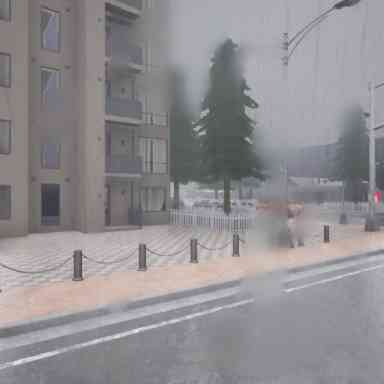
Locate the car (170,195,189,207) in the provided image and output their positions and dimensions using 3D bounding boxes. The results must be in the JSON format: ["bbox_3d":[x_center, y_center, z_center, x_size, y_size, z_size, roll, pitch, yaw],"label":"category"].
[{"bbox_3d":[-3.253,1.563,50.387,2.033,1.411,5.357,0,0,-37],"label":"car"}]

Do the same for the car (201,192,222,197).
[{"bbox_3d":[5.388,1.113,92.669,1.932,1.855,4.605,0,0,-37],"label":"car"}]

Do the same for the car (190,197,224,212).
[{"bbox_3d":[1.828,1.579,37.589,1.994,1.385,4.181,0,0,-37],"label":"car"}]

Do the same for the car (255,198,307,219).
[{"bbox_3d":[7.872,1.367,29.600,2.097,1.767,4.553,0,0,-37],"label":"car"}]

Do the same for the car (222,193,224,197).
[{"bbox_3d":[7.475,1.092,94.733,1.905,1.878,3.866,0,0,-37],"label":"car"}]
